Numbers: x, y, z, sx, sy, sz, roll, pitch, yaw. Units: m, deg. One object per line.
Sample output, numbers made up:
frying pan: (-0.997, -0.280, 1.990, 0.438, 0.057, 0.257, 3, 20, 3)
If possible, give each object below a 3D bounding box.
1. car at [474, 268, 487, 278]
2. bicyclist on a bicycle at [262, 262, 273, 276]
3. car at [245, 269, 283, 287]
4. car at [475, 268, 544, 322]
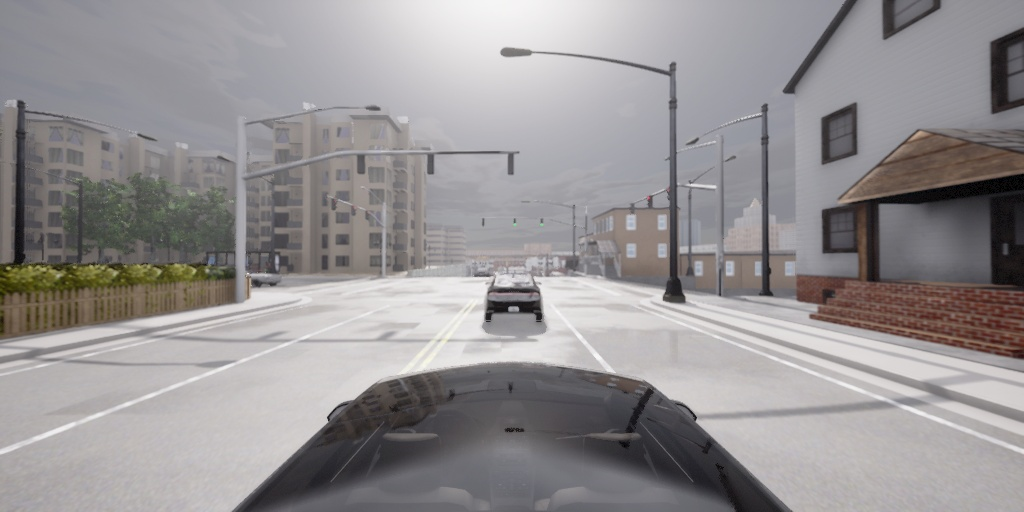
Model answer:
car: (-3.734, 2.229, 46.228, 1.812, 1.442, 4.674, 0, -5, 0)
bicyclist on a bicycle: (-25.406, 1.420, 37.256, 0.582, 1.620, 1.656, 0, 0, 1)
car: (-19.546, 1.604, 26.206, 4.718, 1.301, 1.895, 0, -1, 1)
car: (0.055, 1.355, 12.835, 2.128, 1.511, 4.902, 0, -1, 0)
